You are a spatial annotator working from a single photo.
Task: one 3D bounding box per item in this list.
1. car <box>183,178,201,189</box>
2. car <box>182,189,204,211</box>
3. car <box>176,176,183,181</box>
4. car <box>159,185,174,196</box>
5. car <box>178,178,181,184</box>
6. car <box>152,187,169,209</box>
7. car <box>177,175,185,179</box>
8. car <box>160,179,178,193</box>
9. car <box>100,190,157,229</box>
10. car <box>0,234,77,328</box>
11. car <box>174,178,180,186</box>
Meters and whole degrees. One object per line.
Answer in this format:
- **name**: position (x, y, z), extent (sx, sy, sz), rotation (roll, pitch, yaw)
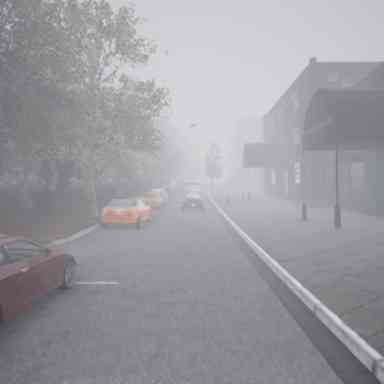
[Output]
- **car**: position (0.100, -0.625, 47.370), extent (2.150, 2.045, 5.566), rotation (0, 4, 0)
- **car**: position (0.100, 0.769, 28.971), extent (1.812, 1.442, 4.674), rotation (0, 3, 0)
- **car**: position (-3.646, -1.867, 69.432), extent (1.946, 1.575, 5.366), rotation (0, 4, 2)
- **car**: position (-3.634, 0.368, 35.867), extent (2.231, 1.521, 4.892), rotation (1, 4, 2)
- **car**: position (-3.653, -1.093, 58.124), extent (2.231, 1.521, 4.892), rotation (0, 4, 2)
- **car**: position (-3.631, 0.654, 30.135), extent (1.946, 1.575, 5.366), rotation (1, 3, 2)
- **car**: position (-3.652, -2.588, 80.394), extent (2.163, 1.488, 4.792), rotation (0, 4, 2)
- **car**: position (-3.655, -0.466, 46.974), extent (2.185, 1.767, 4.553), rotation (0, 4, 2)
- **car**: position (-3.628, 0.990, 19.118), extent (2.185, 1.767, 4.553), rotation (2, 2, 2)
- **car**: position (-3.651, 1.461, 5.864), extent (2.002, 1.452, 4.674), rotation (0, 1, 2)
- **car**: position (-3.655, -0.841, 52.532), extent (2.185, 1.767, 4.553), rotation (0, 4, 2)
